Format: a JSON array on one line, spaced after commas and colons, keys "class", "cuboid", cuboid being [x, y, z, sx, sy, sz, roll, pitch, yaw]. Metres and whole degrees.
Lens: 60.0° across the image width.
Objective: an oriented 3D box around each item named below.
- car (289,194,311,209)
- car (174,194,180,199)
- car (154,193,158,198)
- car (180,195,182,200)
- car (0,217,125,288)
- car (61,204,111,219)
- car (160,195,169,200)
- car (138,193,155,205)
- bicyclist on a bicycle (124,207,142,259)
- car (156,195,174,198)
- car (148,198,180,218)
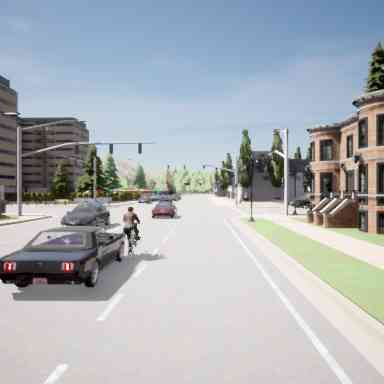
[{"class": "car", "cuboid": [16.012, 1.222, 44.765, 5.566, 2.045, 2.150, 0, 0, 1]}, {"class": "car", "cuboid": [-4.481, 1.500, 76.039, 1.837, 1.490, 4.892, 0, 0, 2]}, {"class": "car", "cuboid": [-7.981, 1.540, 76.086, 2.033, 1.411, 5.357, 0, 0, 2]}, {"class": "car", "cuboid": [-3.973, 1.352, 91.001, 2.097, 1.767, 4.553, 0, 0, 2]}, {"class": "car", "cuboid": [-3.176, 1.602, 9.232, 1.895, 1.301, 4.718, 0, 0, 0]}, {"class": "car", "cuboid": [-6.405, 1.506, 20.536, 1.837, 1.490, 4.892, 0, 0, 2]}, {"class": "car", "cuboid": [-7.476, 1.550, 90.983, 1.994, 1.385, 4.181, 0, 0, 2]}, {"class": "car", "cuboid": [-8.570, 1.491, 60.735, 2.128, 1.511, 4.902, 0, 0, 2]}, {"class": "bicyclist on a bicycle", "cuboid": [-2.046, 1.352, 11.542, 0.582, 1.620, 1.656, -5, 12, 6]}, {"class": "car", "cuboid": [-4.988, 1.601, 62.736, 1.895, 1.301, 4.718, 0, 0, 2]}, {"class": "car", "cuboid": [-2.432, 1.564, 30.218, 1.994, 1.385, 4.181, 0, 0, 2]}]
